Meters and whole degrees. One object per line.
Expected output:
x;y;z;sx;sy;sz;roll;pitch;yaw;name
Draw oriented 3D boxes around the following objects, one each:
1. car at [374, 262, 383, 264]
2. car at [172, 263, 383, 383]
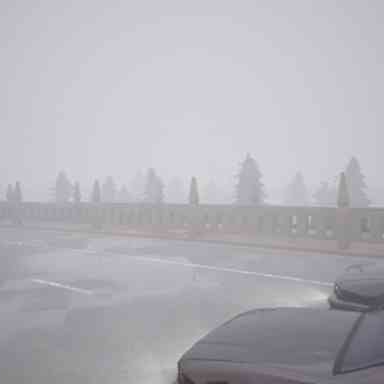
4.895;1.514;4.686;5.357;1.411;2.033;0;0;36;car
2.392;1.530;2.190;5.357;1.411;2.033;0;0;36;car
